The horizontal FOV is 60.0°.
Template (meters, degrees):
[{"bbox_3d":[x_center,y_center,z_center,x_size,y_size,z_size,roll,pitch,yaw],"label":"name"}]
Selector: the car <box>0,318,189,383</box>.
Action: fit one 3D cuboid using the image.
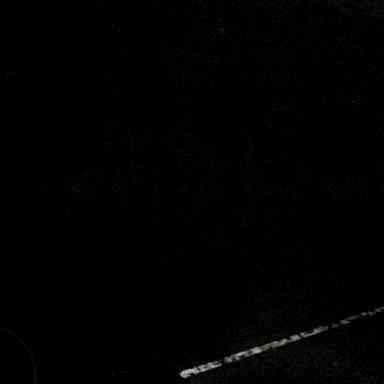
[{"bbox_3d":[-1.997,1.359,1.518,4.553,1.767,2.097,-1,0,-33],"label":"car"}]
